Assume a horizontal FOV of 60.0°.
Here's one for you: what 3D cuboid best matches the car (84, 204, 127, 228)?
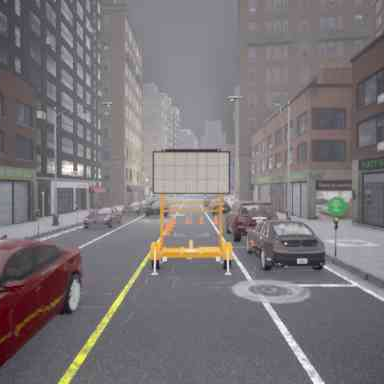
[{"bbox_3d":[-5.711,1.573,21.731,1.802,1.307,4.206,-1,0,0],"label":"car"}]

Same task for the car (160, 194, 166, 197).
[{"bbox_3d":[-5.770,1.276,54.777,2.192,1.841,5.009,-1,0,0],"label":"car"}]

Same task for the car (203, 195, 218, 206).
[{"bbox_3d":[2.767,1.534,49.292,1.947,1.339,4.313,-1,0,0],"label":"car"}]

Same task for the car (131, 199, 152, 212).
[{"bbox_3d":[-5.739,1.562,38.254,1.802,1.307,4.206,-1,0,0],"label":"car"}]

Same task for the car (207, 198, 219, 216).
[{"bbox_3d":[2.795,1.550,32.774,1.947,1.339,4.313,-1,0,0],"label":"car"}]

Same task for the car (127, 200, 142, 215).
[{"bbox_3d":[-5.730,1.566,32.746,1.802,1.307,4.206,-1,0,0],"label":"car"}]

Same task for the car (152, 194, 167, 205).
[{"bbox_3d":[-5.779,1.269,60.285,2.192,1.841,5.009,-1,0,0],"label":"car"}]

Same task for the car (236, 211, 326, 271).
[{"bbox_3d":[2.832,1.547,10.748,2.008,1.369,4.403,-1,0,0],"label":"car"}]

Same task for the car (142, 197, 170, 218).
[{"bbox_3d":[-3.051,1.464,30.243,1.882,1.535,5.008,0,0,0],"label":"car"}]

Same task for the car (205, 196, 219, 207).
[{"bbox_3d":[2.785,1.505,38.450,1.752,1.417,4.829,-1,0,0],"label":"car"}]

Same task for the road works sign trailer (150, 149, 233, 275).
[{"bbox_3d":[-0.018,0.460,10.424,2.380,3.560,2.880,0,0,0],"label":"road works sign trailer"}]

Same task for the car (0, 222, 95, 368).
[{"bbox_3d":[-3.109,1.475,4.729,1.882,1.535,5.008,0,0,0],"label":"car"}]

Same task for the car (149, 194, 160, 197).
[{"bbox_3d":[-5.750,1.414,43.762,1.967,1.590,4.097,-1,0,0],"label":"car"}]

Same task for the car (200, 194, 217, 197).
[{"bbox_3d":[2.758,1.527,54.799,1.947,1.339,4.313,-1,0,0],"label":"car"}]

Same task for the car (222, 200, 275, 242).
[{"bbox_3d":[2.820,1.309,16.255,2.192,1.841,5.009,-1,0,0],"label":"car"}]
